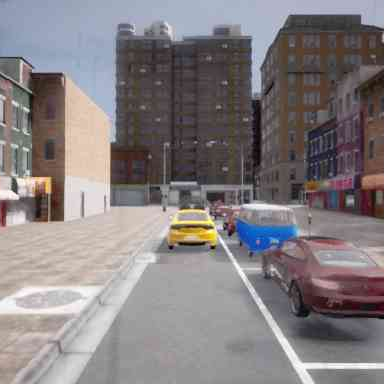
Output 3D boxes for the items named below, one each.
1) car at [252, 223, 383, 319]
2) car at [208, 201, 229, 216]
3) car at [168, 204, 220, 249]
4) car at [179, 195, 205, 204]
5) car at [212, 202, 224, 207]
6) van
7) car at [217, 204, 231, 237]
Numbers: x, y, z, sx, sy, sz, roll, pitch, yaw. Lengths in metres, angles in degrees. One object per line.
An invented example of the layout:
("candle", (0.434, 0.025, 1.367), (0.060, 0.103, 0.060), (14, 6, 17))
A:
("car", (2.653, 1.587, 7.095), (1.802, 1.307, 4.206), (1, 0, 0))
("car", (2.651, 1.659, 34.286), (1.802, 1.307, 4.206), (1, 0, 0))
("car", (0.001, 1.503, 14.654), (1.882, 1.535, 5.008), (0, 0, 0))
("car", (0.001, 1.320, 29.690), (2.150, 2.045, 5.566), (0, 0, 0))
("car", (2.651, 1.640, 28.847), (1.802, 1.307, 4.206), (1, 0, 0))
("van", (2.657, 1.355, 12.533), (1.690, 1.788, 3.998), (1, 0, 0))
("car", (2.653, 1.570, 17.971), (1.887, 1.381, 4.507), (1, 0, 0))
